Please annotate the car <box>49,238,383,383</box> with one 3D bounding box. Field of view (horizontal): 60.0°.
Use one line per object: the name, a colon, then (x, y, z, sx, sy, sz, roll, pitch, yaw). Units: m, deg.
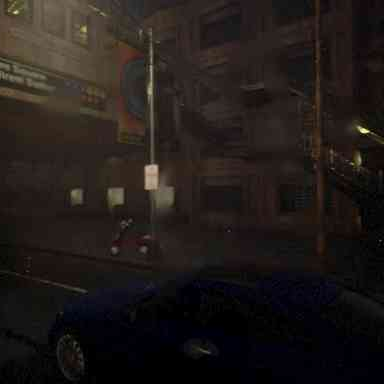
car: (0.352, 1.543, 3.731, 4.674, 1.442, 1.812, -1, 0, 35)
